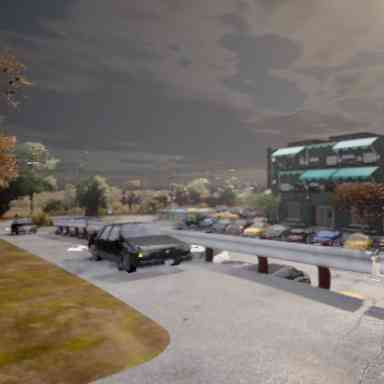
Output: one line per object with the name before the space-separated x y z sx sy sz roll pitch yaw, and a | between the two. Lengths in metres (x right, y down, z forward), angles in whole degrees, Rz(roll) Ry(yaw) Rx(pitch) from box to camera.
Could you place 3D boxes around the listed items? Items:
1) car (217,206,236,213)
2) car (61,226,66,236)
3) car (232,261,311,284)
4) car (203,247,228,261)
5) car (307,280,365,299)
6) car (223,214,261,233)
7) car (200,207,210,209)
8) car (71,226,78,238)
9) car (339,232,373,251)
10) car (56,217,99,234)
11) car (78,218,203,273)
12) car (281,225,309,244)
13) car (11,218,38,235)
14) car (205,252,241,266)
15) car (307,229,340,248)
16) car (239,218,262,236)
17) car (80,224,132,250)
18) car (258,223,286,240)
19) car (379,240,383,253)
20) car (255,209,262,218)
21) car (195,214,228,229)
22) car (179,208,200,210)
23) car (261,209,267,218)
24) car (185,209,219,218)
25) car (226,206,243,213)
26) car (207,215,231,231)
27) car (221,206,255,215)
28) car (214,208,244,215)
car | 9.627 4.904 92.902 4.553 1.767 2.185 0 -2 34
car | -11.820 4.452 37.727 2.231 1.521 4.892 -1 1 35
car | 3.811 4.355 15.473 2.435 2.045 5.566 -1 1 35
car | 0.301 4.322 20.375 2.435 2.045 5.566 0 2 35
car | 5.631 4.616 13.133 1.946 1.575 5.366 -1 1 35
car | 6.272 4.172 41.502 2.185 1.767 4.553 1 0 35
car | 1.397 4.840 86.928 4.892 1.521 2.231 0 -1 34
car | -10.063 4.342 35.277 2.185 1.767 4.553 0 2 35
car | 14.838 4.379 29.516 1.946 1.575 5.366 0 0 35
car | -13.560 4.183 40.174 2.435 2.045 5.566 0 2 35
car | -2.110 1.761 11.624 2.033 1.411 5.357 -1 -3 -34
car | 11.355 4.377 34.234 2.163 1.488 4.792 0 0 35
car | -16.272 3.307 32.137 2.128 1.511 4.902 -1 -3 -35
car | 2.074 4.590 17.930 2.231 1.521 4.892 0 2 35
car | 13.034 4.365 31.789 2.097 1.535 5.008 1 0 35
car | 7.850 4.311 38.899 1.946 1.575 5.366 1 0 35
car | -8.369 4.361 32.754 2.185 1.767 4.553 -1 1 35
car | 9.645 4.332 36.637 2.231 1.521 4.892 1 0 35
car | 16.439 4.398 26.934 2.097 1.535 5.008 0 0 35
car | 12.082 4.965 72.269 4.674 1.452 2.002 2 1 34
car | 2.857 4.303 46.324 2.002 1.452 4.674 0 0 35
car | -1.365 4.776 84.955 4.892 1.521 2.231 0 -2 34
car | 14.546 4.984 74.026 5.008 1.535 2.097 2 1 34
car | 1.169 3.995 48.774 2.435 2.045 5.566 0 0 35
car | 12.089 4.959 94.601 4.553 1.767 2.185 0 -1 34
car | 4.558 4.281 43.905 2.231 1.521 4.892 1 0 35
car | 9.663 4.610 70.504 5.566 2.045 2.435 2 0 34
car | 7.326 4.791 68.653 5.366 1.575 1.946 2 0 34
